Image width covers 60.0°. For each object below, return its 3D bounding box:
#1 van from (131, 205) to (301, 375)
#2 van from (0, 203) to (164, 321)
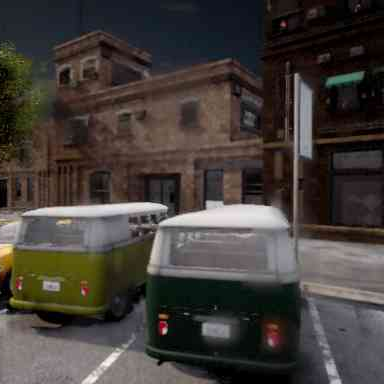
[{"bbox_3d":[0.790,1.251,5.689,1.878,1.987,4.442,0,-1,14],"label":"van"},{"bbox_3d":[-1.692,1.254,7.376,1.878,1.987,4.442,0,-1,14],"label":"van"}]
